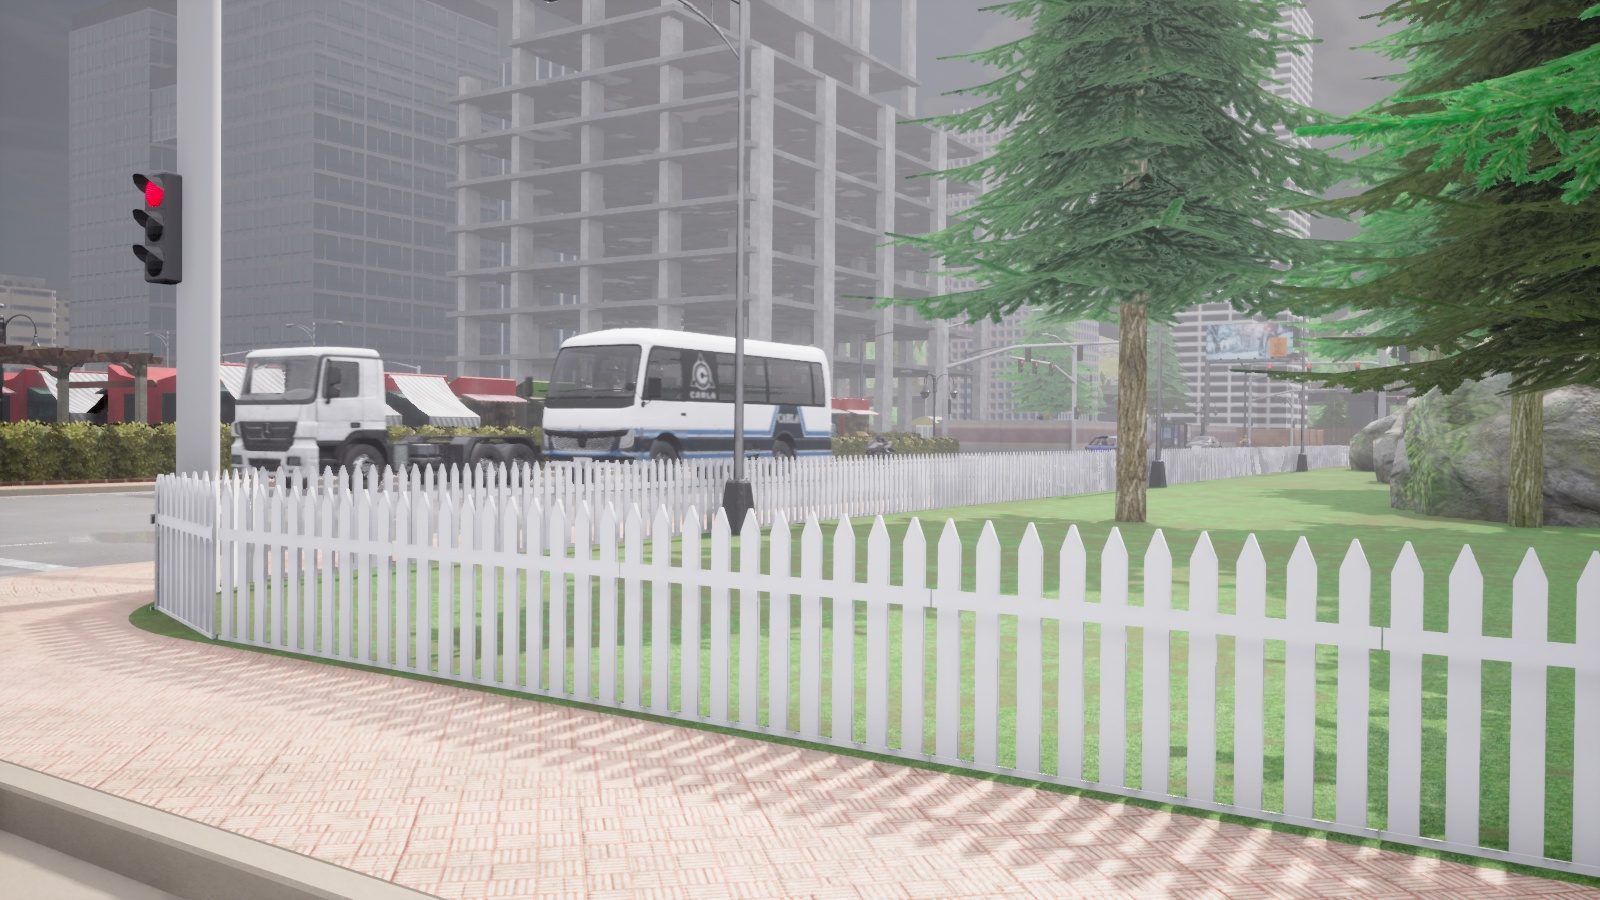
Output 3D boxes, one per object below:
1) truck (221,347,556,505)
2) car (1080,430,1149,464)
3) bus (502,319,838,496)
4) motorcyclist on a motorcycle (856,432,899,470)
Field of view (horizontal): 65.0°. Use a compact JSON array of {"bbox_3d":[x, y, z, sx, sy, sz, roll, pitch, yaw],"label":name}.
[{"bbox_3d":[-9.970,-0.591,31.521,2.891,3.462,7.936,0,1,32],"label":"truck"},{"bbox_3d":[14.279,-0.162,56.946,1.816,1.474,4.193,0,1,32],"label":"car"},{"bbox_3d":[-3.256,-1.102,35.627,3.944,4.253,10.273,0,1,32],"label":"bus"},{"bbox_3d":[3.264,0.019,52.575,0.866,1.530,2.191,0,1,32],"label":"motorcyclist on a motorcycle"}]
